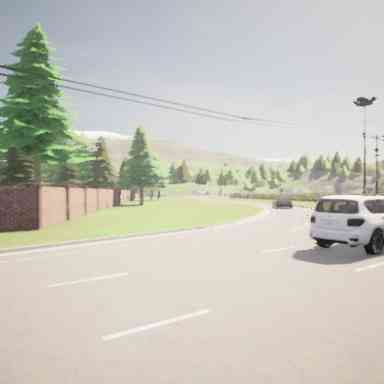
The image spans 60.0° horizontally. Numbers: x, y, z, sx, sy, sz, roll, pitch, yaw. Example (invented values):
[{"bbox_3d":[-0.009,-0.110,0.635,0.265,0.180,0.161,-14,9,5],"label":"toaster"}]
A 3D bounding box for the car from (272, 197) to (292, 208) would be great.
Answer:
[{"bbox_3d":[11.654,1.373,43.306,1.994,1.385,4.181,0,0,4],"label":"car"}]

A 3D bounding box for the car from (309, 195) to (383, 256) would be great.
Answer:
[{"bbox_3d":[6.902,1.147,12.980,5.566,2.045,2.150,0,0,-36],"label":"car"}]

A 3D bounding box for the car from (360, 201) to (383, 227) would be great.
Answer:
[{"bbox_3d":[13.402,1.361,21.926,4.902,1.511,2.128,0,0,-36],"label":"car"}]
